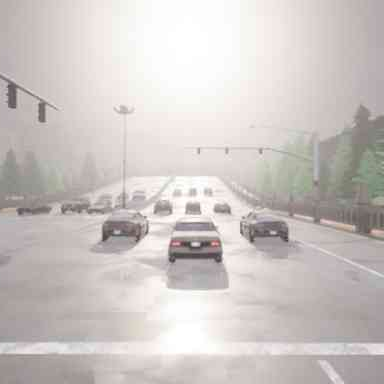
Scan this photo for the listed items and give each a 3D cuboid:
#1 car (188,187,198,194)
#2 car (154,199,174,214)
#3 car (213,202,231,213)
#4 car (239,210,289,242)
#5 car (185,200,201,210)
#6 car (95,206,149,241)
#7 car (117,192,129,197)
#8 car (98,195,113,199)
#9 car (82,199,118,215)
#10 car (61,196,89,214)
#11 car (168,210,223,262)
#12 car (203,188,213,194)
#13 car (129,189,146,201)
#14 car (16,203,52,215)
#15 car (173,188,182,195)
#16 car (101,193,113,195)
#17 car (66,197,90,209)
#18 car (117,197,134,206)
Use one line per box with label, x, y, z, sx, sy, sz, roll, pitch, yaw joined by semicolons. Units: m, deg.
car;0.211;-0.453;77.490;1.837;1.490;4.892;0;7;0
car;-3.359;1.658;40.283;2.097;1.767;4.553;0;0;0
car;3.642;1.875;41.052;1.994;1.385;4.181;0;0;0
car;3.608;1.660;17.105;1.812;1.442;4.674;0;0;0
car;0.144;1.796;42.139;1.882;1.535;5.008;0;0;0
car;-3.382;1.662;17.373;1.812;1.442;4.674;0;0;0
car;-13.858;0.772;67.149;1.994;1.385;4.181;0;5;0
car;-13.991;1.719;52.927;2.033;1.411;5.357;0;2;1
car;-10.549;1.842;38.577;2.033;1.411;5.357;0;0;0
car;-14.037;1.531;40.655;2.150;2.045;5.566;0;0;0
car;0.111;1.646;12.518;2.033;1.411;5.357;0;0;0
car;3.709;-0.352;77.059;1.994;1.385;4.181;0;7;0
car;-10.374;0.585;65.605;2.150;2.045;5.566;0;6;1
car;-17.584;1.890;37.245;1.895;1.301;4.718;0;0;1
car;-3.299;-0.166;75.899;1.895;1.301;4.718;0;7;0
car;-17.361;0.876;66.547;1.895;1.301;4.718;0;5;0
car;-17.506;1.700;51.419;1.882;1.535;5.008;0;1;1
car;-10.515;1.852;50.451;1.895;1.301;4.718;0;2;0
